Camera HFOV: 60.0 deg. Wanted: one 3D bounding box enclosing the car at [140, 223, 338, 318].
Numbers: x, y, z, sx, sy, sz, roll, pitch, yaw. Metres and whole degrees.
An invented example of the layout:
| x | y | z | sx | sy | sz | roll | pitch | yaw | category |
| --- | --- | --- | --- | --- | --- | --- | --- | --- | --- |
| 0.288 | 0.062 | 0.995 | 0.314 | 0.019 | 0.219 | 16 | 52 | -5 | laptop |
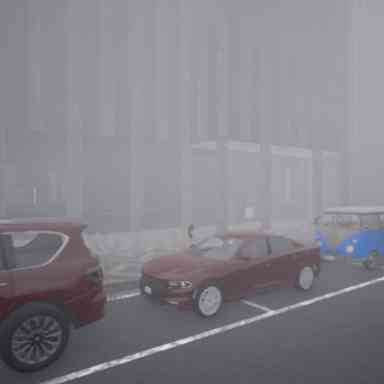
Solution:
| x | y | z | sx | sy | sz | roll | pitch | yaw | category |
| --- | --- | --- | --- | --- | --- | --- | --- | --- | --- |
| 1.029 | 1.546 | 7.385 | 4.507 | 1.381 | 1.887 | 0 | 0 | -35 | car |

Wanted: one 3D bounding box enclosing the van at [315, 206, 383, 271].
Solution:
| x | y | z | sx | sy | sz | roll | pitch | yaw | category |
| --- | --- | --- | --- | --- | --- | --- | --- | --- | --- |
| 5.619 | 1.343 | 10.658 | 3.998 | 1.788 | 1.690 | 0 | 0 | -35 | van |

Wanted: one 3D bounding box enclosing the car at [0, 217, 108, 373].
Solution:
| x | y | z | sx | sy | sz | roll | pitch | yaw | category |
| --- | --- | --- | --- | --- | --- | --- | --- | --- | --- |
| -3.561 | 1.315 | 4.113 | 5.009 | 1.841 | 2.192 | 0 | 0 | -35 | car |
